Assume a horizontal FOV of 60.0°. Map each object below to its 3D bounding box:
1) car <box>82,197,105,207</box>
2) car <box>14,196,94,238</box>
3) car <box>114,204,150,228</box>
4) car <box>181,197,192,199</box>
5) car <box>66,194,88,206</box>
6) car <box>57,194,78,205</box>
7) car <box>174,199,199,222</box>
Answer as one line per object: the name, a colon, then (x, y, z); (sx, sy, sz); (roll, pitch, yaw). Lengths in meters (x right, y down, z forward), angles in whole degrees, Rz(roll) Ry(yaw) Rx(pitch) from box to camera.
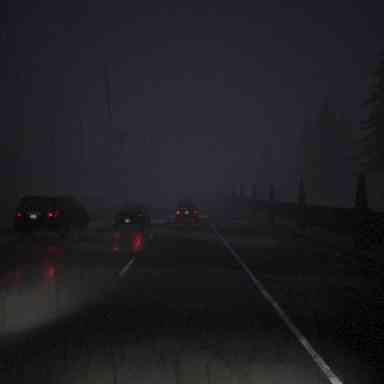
car: (-15.128, 1.489, 51.433); (2.033, 1.411, 5.357); (0, 0, -1)
car: (-7.251, 1.206, 17.779); (2.150, 2.045, 5.566); (0, 0, -1)
car: (-3.833, 1.495, 21.756); (1.812, 1.442, 4.674); (0, 0, -1)
car: (-0.725, 1.406, 40.643); (1.882, 1.535, 5.008); (0, 0, -1)
car: (-18.670, 1.297, 54.100); (2.097, 1.767, 4.553); (0, 0, -1)
car: (-22.254, 1.295, 59.548); (2.097, 1.767, 4.553); (0, 0, -1)
car: (-0.420, 1.502, 26.041); (2.033, 1.411, 5.357); (0, 0, -1)
